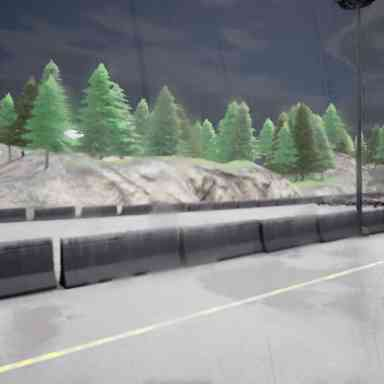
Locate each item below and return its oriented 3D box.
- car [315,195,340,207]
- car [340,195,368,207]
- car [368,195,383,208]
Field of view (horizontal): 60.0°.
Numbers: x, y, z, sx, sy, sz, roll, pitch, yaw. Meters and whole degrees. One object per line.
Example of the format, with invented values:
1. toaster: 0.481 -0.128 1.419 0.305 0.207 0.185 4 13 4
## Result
1. car: 18.274 1.121 43.341 5.357 1.411 2.033 -1 1 -36
2. car: 20.537 1.114 40.660 4.181 1.385 1.994 -1 1 -36
3. car: 22.540 1.011 37.793 5.008 1.535 1.882 -1 1 -36
